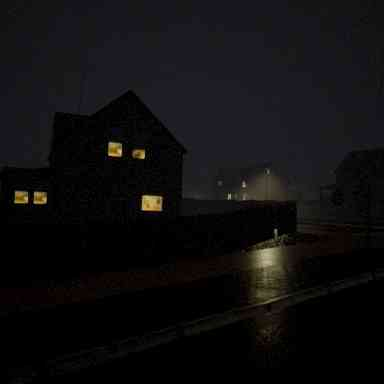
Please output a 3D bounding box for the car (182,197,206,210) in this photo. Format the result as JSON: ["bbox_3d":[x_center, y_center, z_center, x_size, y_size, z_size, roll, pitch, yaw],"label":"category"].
[{"bbox_3d":[-0.226,1.682,39.708,2.150,2.045,5.566,3,-2,-22],"label":"car"}]
